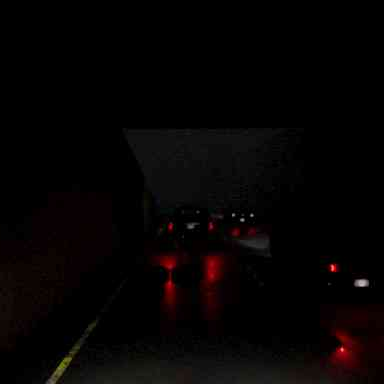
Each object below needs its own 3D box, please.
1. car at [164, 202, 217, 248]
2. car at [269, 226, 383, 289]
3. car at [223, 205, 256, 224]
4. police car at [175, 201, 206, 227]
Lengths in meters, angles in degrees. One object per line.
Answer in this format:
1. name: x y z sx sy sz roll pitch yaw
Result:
1. car: -0.053 1.350 14.913 2.097 1.767 4.553 0 0 0
2. car: 3.507 1.594 9.112 1.895 1.301 4.718 0 0 0
3. car: 3.371 1.592 24.519 1.895 1.301 4.718 0 0 -1
4. police car: -0.129 1.501 24.038 2.038 1.542 4.974 0 0 -1
